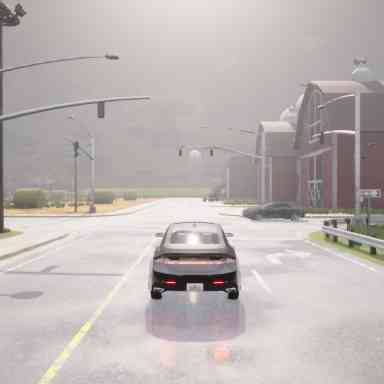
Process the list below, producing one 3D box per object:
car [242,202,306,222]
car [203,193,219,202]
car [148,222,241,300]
[{"bbox_3d":[6.446,1.530,26.324,4.892,1.490,1.837,0,0,-4],"label":"car"},{"bbox_3d":[4.138,1.144,72.662,1.905,1.878,3.866,-8,3,-42],"label":"car"},{"bbox_3d":[0.064,1.492,8.395,2.128,1.511,4.902,0,0,0],"label":"car"}]
